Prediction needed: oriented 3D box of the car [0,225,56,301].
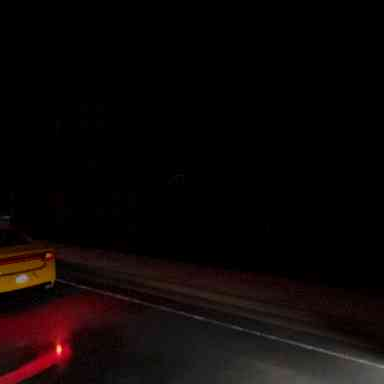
[{"bbox_3d":[-5.169,1.476,7.678,5.008,1.535,1.882,0,0,36],"label":"car"}]
